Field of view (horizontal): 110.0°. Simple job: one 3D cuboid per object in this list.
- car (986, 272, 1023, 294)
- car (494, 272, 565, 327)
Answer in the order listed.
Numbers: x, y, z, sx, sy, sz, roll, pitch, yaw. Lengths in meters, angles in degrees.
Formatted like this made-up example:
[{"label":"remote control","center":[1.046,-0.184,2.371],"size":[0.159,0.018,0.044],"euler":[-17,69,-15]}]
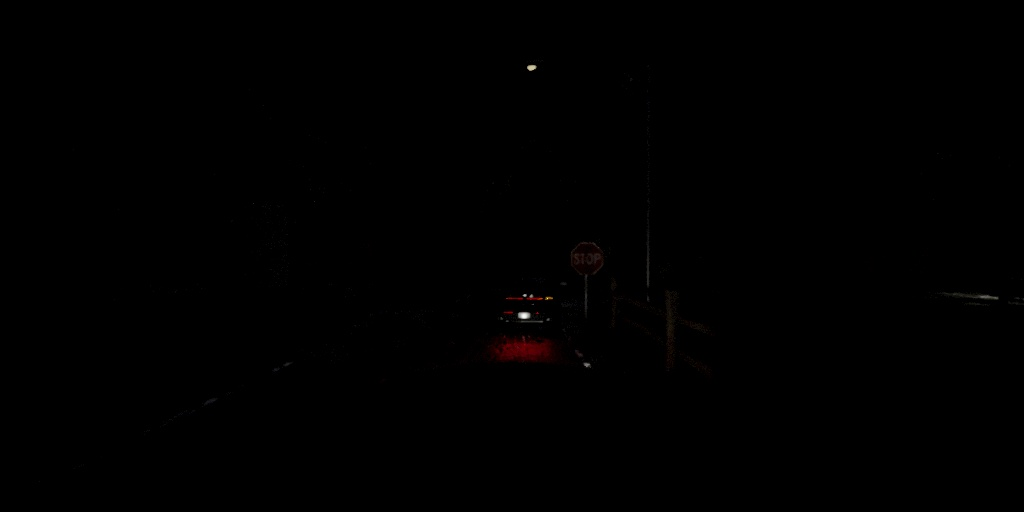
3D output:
[{"label":"car","center":[31.887,1.637,21.628],"size":[5.008,1.535,1.882],"euler":[1,1,0]},{"label":"car","center":[0.663,1.236,11.469],"size":[1.837,1.490,4.892],"euler":[0,0,8]}]
